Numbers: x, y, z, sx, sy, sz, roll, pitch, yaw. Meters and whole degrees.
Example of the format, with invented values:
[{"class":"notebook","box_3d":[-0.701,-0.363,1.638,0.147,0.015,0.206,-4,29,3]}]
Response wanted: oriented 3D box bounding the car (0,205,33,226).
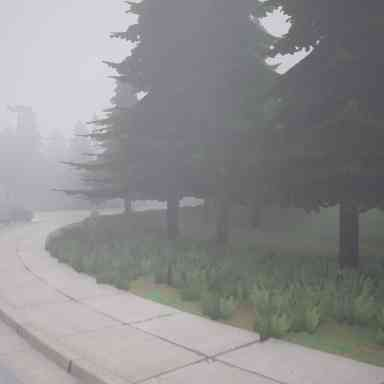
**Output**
[{"class":"car","box_3d":[-13.003,1.571,23.524,1.994,1.385,4.181,0,0,0]}]
